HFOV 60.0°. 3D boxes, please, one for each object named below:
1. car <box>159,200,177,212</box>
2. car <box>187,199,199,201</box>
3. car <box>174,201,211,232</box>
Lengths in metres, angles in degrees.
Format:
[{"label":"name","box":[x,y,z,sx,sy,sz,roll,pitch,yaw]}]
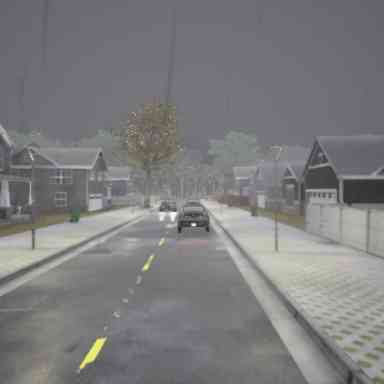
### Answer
[{"label":"car","box":[-2.764,1.614,39.613,1.994,1.385,4.181,0,0,0]},{"label":"car","box":[0.090,1.552,39.090,1.837,1.490,4.892,0,0,0]},{"label":"car","box":[0.095,1.521,20.390,1.837,1.490,4.892,0,0,0]}]
